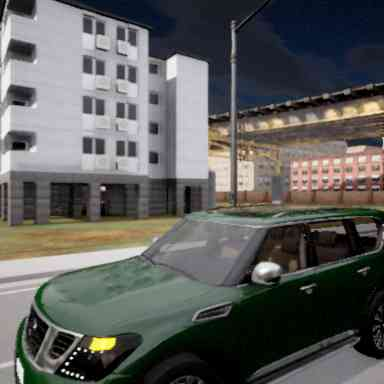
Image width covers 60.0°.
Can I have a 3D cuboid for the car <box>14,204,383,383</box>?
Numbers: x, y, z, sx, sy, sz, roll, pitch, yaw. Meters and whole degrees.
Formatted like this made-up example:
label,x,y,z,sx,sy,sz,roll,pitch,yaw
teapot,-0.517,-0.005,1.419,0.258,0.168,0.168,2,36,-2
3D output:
label,x,y,z,sx,sy,sz,roll,pitch,yaw
car,0.762,1.229,4.508,5.566,2.045,2.150,0,0,-34
